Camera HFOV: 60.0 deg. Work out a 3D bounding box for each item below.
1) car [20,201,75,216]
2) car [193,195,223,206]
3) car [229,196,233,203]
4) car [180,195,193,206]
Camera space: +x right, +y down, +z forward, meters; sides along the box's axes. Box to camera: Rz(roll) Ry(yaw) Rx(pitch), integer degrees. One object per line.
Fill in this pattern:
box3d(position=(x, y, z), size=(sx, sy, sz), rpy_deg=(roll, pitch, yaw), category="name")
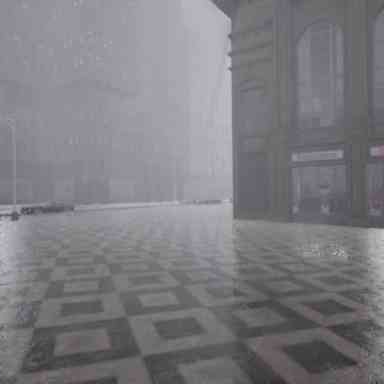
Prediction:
box3d(position=(-13.748, 1.522, 31.737), size=(1.895, 1.301, 4.718), rpy_deg=(-1, 0, 35), category="car")
box3d(position=(2.659, 1.332, 49.373), size=(1.895, 1.301, 4.718), rpy_deg=(-1, 0, 36), category="car")
box3d(position=(8.183, 1.178, 57.233), size=(1.837, 1.490, 4.892), rpy_deg=(-1, 0, 35), category="car")
box3d(position=(0.115, 1.267, 51.146), size=(2.128, 1.511, 4.902), rpy_deg=(-1, 0, 36), category="car")
